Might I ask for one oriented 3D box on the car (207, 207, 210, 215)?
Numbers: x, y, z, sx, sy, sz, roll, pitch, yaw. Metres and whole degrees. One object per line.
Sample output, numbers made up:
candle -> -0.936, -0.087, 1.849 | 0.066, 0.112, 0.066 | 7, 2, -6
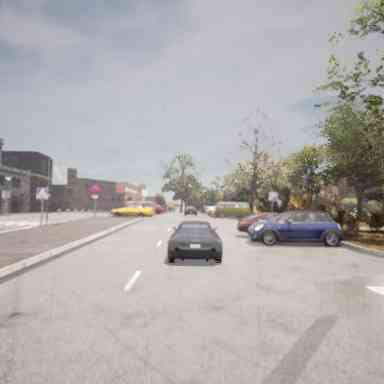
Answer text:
car -> 5.094, 2.594, 43.789 | 5.366, 1.575, 1.946 | 1, -2, 0

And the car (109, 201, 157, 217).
car -> -7.525, 2.326, 41.547 | 5.366, 1.575, 1.946 | 1, -2, 0

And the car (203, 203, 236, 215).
car -> 4.744, 2.950, 57.624 | 5.566, 2.045, 2.435 | 1, -3, -1

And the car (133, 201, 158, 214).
car -> -7.331, 2.312, 44.469 | 4.553, 1.767, 2.185 | 1, -2, 0

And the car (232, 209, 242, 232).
car -> 5.069, 1.996, 20.207 | 4.674, 1.452, 2.002 | 1, -1, 0

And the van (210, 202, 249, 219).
van -> 4.818, 2.266, 41.002 | 4.442, 1.987, 1.878 | 1, -2, 0

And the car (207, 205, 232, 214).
car -> 5.753, 3.739, 69.643 | 4.553, 1.767, 2.097 | 2, -4, -18

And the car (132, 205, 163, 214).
car -> -7.481, 2.970, 56.597 | 5.008, 1.535, 2.097 | 1, -3, -1

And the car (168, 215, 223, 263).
car -> 0.110, 1.833, 13.239 | 1.994, 1.385, 4.181 | 1, -1, 0

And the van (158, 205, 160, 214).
van -> -7.270, 2.335, 47.508 | 4.442, 1.987, 1.878 | 1, -2, 0

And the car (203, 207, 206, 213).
car -> 4.815, 2.687, 52.169 | 5.566, 2.045, 2.435 | 1, -3, -1

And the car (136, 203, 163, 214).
car -> -7.492, 2.994, 59.635 | 4.553, 1.767, 2.185 | 1, -3, -1

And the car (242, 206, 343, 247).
car -> 5.142, 1.769, 17.041 | 4.553, 1.767, 2.185 | 1, -1, 0

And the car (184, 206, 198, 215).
car -> -0.151, 2.883, 51.533 | 1.812, 1.442, 4.674 | 1, -3, -1

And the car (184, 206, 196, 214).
car -> -0.342, 3.316, 61.399 | 1.882, 1.535, 5.008 | 1, -3, 2

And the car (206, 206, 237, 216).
car -> 4.797, 3.072, 54.946 | 4.892, 1.521, 2.231 | 1, -3, -1

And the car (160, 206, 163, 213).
car -> -7.416, 2.577, 53.695 | 5.566, 2.045, 2.435 | 1, -3, -1
